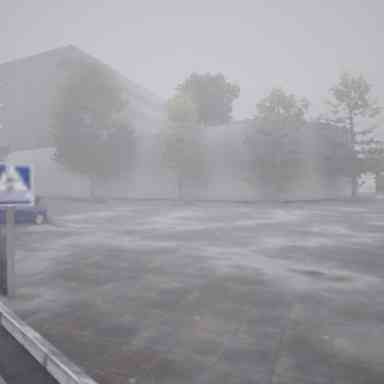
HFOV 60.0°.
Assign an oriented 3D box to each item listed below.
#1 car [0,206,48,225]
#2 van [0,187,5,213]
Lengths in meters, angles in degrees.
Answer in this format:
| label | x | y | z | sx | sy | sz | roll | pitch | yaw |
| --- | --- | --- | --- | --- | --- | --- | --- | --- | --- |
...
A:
| label | x | y | z | sx | sy | sz | roll | pitch | yaw |
| --- | --- | --- | --- | --- | --- | --- | --- | --- | --- |
| car | -10.226 | 1.098 | 17.961 | 2.097 | 1.535 | 5.008 | 2 | 1 | 27 |
| van | -16.428 | 0.573 | 24.400 | 1.878 | 1.987 | 4.442 | 3 | 1 | 27 |
